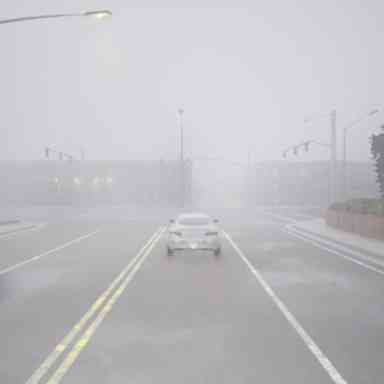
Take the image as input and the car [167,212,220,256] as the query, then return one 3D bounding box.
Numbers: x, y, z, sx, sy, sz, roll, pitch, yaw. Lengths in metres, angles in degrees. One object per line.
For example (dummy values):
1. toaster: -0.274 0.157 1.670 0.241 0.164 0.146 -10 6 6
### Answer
1. car: 0.065 1.496 12.945 1.812 1.442 4.674 0 0 0
